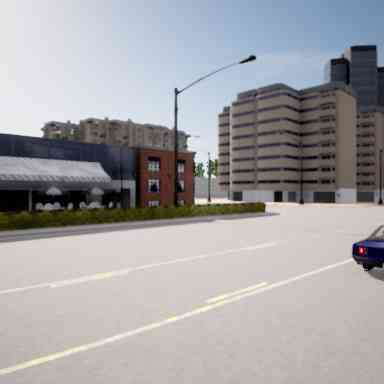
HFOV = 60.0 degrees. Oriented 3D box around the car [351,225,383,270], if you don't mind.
[{"bbox_3d":[6.609,1.592,9.882,4.718,1.301,1.895,0,0,-43],"label":"car"}]
